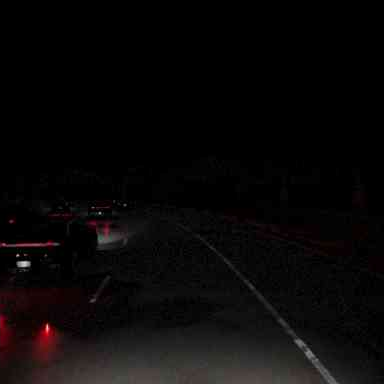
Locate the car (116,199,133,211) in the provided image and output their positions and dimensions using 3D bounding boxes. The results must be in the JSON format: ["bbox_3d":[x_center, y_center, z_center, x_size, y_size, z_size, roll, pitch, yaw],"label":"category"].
[{"bbox_3d":[-8.519,1.509,40.436,1.994,1.385,4.181,0,0,-22],"label":"car"}]

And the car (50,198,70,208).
[{"bbox_3d":[-14.612,1.454,36.980,2.128,1.511,4.902,0,0,-22],"label":"car"}]

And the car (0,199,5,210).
[{"bbox_3d":[-25.746,1.574,43.817,1.895,1.301,4.718,0,0,-29],"label":"car"}]

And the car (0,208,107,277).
[{"bbox_3d":[-4.198,1.481,10.272,2.128,1.511,4.902,0,0,-5],"label":"car"}]

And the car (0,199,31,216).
[{"bbox_3d":[-8.476,1.341,15.510,2.097,1.767,4.553,0,0,-9],"label":"car"}]

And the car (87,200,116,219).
[{"bbox_3d":[-7.941,1.456,28.568,2.128,1.511,4.902,0,0,-16],"label":"car"}]
